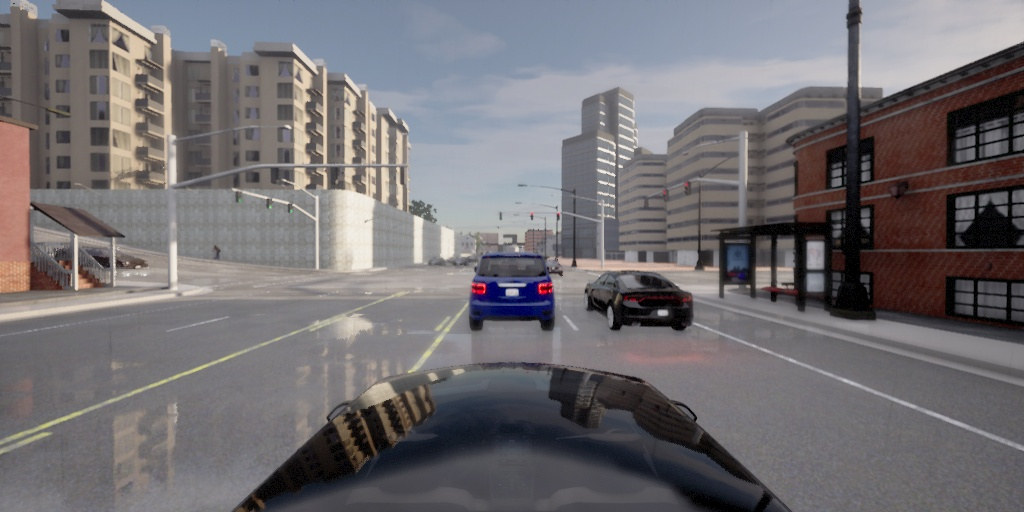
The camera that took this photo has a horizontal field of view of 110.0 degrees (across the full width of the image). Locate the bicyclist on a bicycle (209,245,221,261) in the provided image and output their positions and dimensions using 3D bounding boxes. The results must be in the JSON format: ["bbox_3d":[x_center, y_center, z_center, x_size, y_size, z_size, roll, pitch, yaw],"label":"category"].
[{"bbox_3d":[-31.072,-0.298,37.664,0.582,1.620,1.656,6,1,0],"label":"bicyclist on a bicycle"}]

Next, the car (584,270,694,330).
[{"bbox_3d":[3.494,1.148,10.794,1.882,1.535,5.008,0,0,0],"label":"car"}]

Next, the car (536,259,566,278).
[{"bbox_3d":[3.317,1.033,31.592,2.033,1.411,5.357,0,0,0],"label":"car"}]

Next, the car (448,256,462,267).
[{"bbox_3d":[-7.560,0.785,52.968,2.128,1.511,4.902,0,1,0],"label":"car"}]

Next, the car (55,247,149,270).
[{"bbox_3d":[-30.418,0.104,26.665,5.357,1.411,2.033,7,0,-1],"label":"car"}]

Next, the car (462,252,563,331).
[{"bbox_3d":[-0.007,0.891,10.851,2.150,2.045,5.566,0,1,0],"label":"car"}]

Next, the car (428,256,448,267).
[{"bbox_3d":[-11.058,0.784,52.975,2.128,1.511,4.902,0,1,0],"label":"car"}]
